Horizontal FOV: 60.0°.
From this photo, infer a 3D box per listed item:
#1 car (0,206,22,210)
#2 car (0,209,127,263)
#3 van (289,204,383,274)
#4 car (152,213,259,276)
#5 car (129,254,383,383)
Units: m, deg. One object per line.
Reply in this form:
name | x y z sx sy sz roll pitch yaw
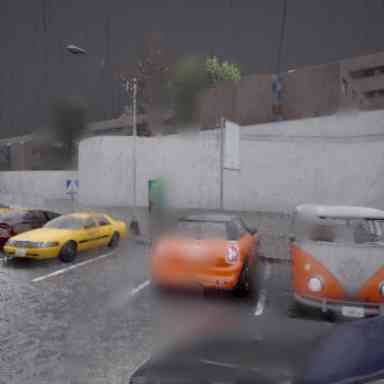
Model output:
car | -6.652 1.480 14.259 2.163 1.488 4.792 0 -1 15
car | -4.275 1.459 12.318 1.946 1.575 5.366 1 0 16
van | 3.041 1.265 7.184 1.878 1.987 4.442 1 0 16
car | 0.621 1.359 9.005 2.185 1.767 4.553 0 -1 15
car | 2.000 1.547 1.950 5.357 1.411 2.033 0 0 35
